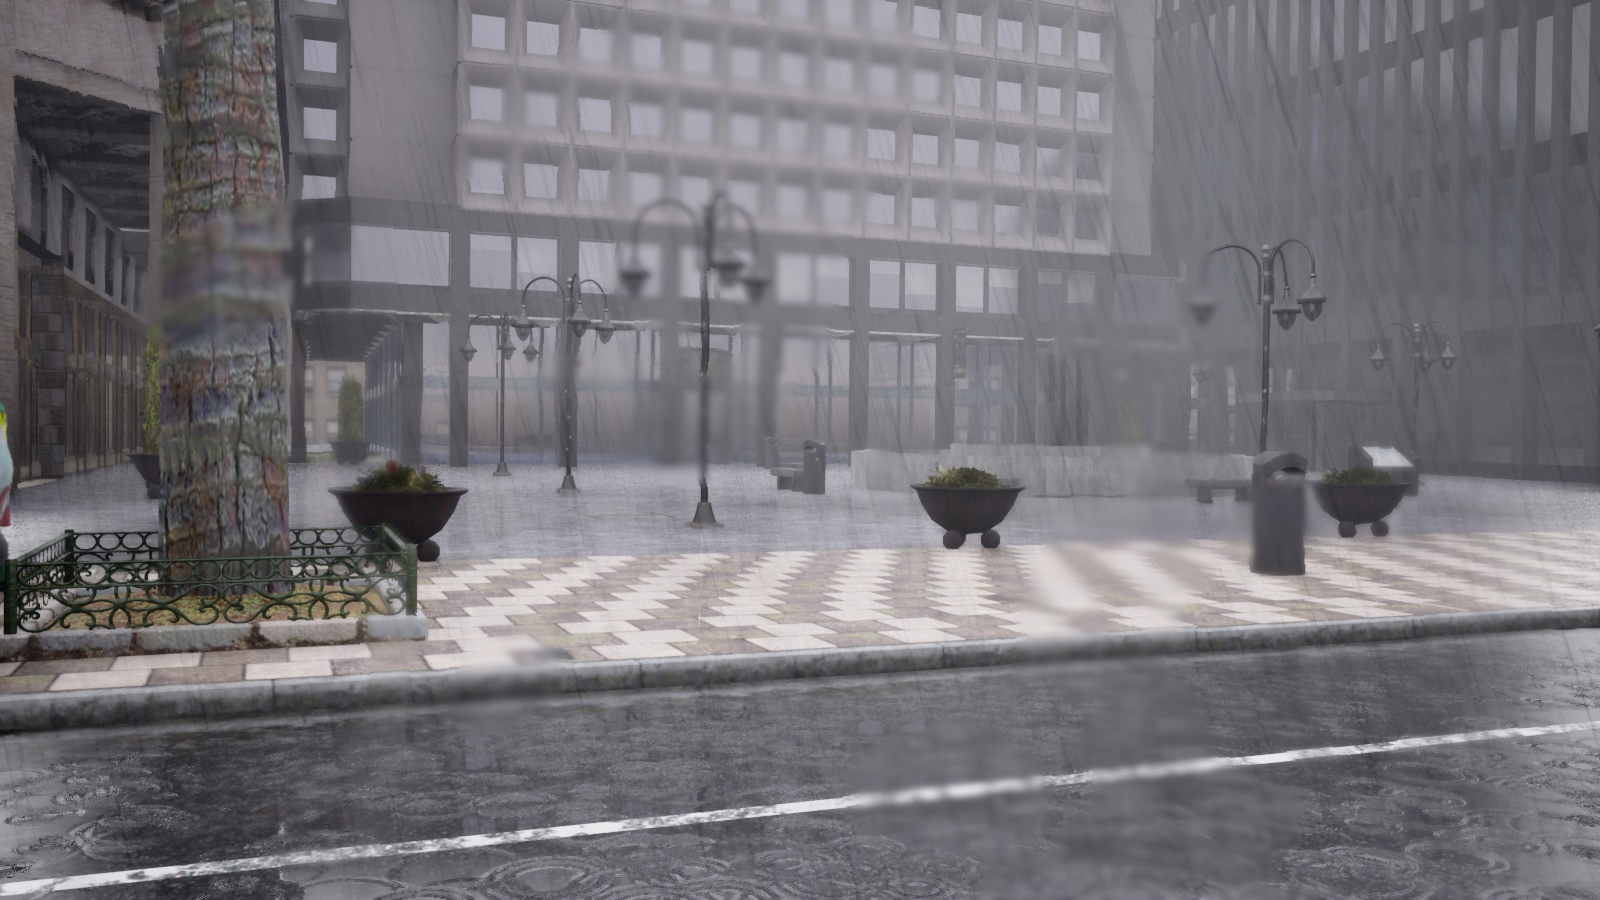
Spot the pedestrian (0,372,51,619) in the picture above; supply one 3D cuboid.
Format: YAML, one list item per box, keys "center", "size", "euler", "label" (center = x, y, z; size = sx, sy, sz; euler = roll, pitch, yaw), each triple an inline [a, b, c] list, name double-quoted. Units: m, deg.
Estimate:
- center: [-6.646, 0.361, 10.178]
  size: [0.873, 1.952, 0.659]
  euler: [-1, 1, -23]
  label: "pedestrian"
